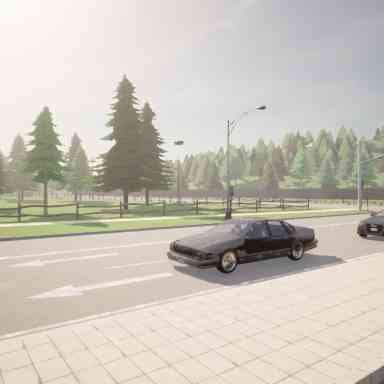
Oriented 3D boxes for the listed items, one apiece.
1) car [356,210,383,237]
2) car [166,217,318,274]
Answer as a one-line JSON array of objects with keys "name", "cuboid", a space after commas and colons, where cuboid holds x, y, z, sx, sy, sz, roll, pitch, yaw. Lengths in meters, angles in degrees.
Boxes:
[{"name": "car", "cuboid": [10.102, 1.564, 16.619, 4.181, 1.385, 1.994, 0, 0, -35]}, {"name": "car", "cuboid": [1.861, 1.547, 10.826, 5.357, 1.411, 2.033, 0, 0, -35]}]
